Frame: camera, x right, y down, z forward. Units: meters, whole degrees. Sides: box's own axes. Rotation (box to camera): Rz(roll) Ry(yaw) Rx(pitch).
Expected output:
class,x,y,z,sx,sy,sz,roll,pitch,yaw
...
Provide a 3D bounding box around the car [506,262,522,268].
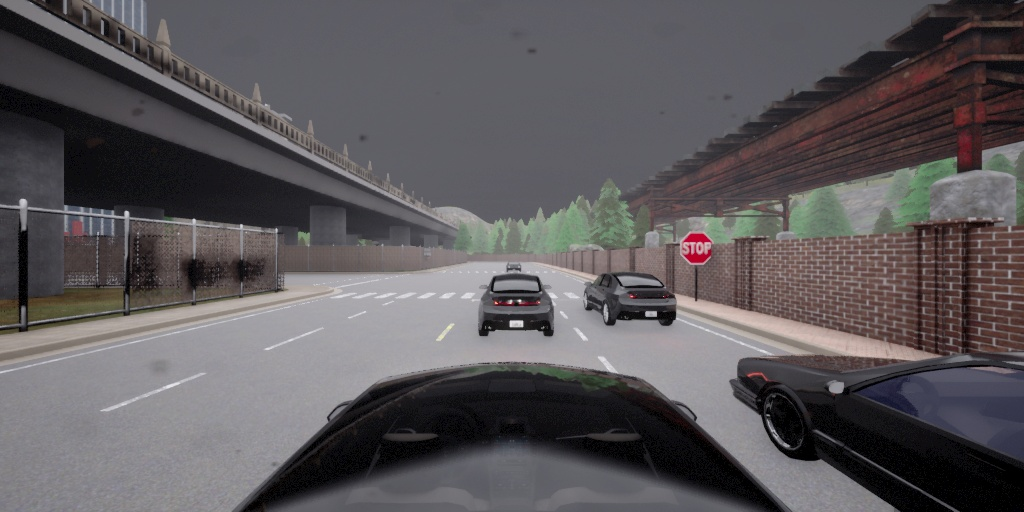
class,x,y,z,sx,sy,sz,roll,pitch,yaw
car,0.218,1.351,45.474,1.895,1.301,4.718,0,0,-1

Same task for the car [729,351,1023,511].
class,x,y,z,sx,sy,sz,roll,pitch,yaw
car,3.600,1.297,1.945,2.033,1.411,5.357,0,0,0

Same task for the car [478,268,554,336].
class,x,y,z,sx,sy,sz,roll,pitch,yaw
car,0.103,1.255,10.334,1.837,1.490,4.892,0,0,0

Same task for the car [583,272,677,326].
class,x,y,z,sx,sy,sz,roll,pitch,yaw
car,3.605,1.255,11.692,1.837,1.490,4.892,0,0,0
